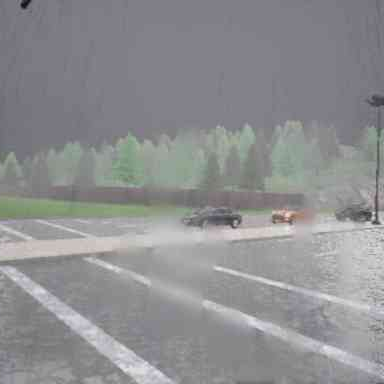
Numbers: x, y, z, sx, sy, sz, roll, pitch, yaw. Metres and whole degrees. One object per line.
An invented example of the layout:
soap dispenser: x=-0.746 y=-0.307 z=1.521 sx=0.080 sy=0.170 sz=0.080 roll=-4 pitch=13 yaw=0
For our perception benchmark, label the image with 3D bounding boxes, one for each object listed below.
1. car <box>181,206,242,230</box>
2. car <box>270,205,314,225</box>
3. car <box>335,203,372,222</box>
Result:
car: x=1.462 y=1.777 z=23.333 sx=4.892 sy=1.490 sz=1.837 roll=2 pitch=-1 yaw=-41
car: x=9.003 y=1.958 z=29.829 sx=4.553 sy=1.767 sz=2.097 roll=3 pitch=-1 yaw=-41
car: x=18.567 y=2.250 z=38.053 sx=5.566 sy=2.045 sz=2.150 roll=3 pitch=-1 yaw=-41
